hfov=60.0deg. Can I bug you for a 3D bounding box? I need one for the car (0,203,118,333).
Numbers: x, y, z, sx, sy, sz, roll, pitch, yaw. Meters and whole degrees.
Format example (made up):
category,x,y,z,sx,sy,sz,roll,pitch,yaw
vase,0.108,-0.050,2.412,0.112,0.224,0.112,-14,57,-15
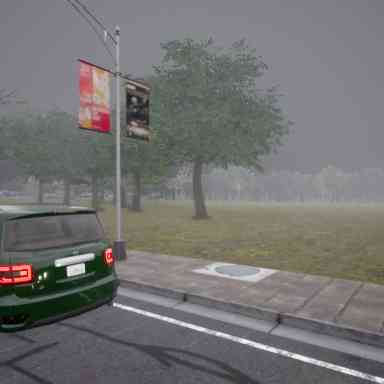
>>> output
category,x,y,z,sx,sy,sz,roll,pitch,yaw
car,-3.856,1.235,6.390,5.566,2.045,2.150,0,0,36
